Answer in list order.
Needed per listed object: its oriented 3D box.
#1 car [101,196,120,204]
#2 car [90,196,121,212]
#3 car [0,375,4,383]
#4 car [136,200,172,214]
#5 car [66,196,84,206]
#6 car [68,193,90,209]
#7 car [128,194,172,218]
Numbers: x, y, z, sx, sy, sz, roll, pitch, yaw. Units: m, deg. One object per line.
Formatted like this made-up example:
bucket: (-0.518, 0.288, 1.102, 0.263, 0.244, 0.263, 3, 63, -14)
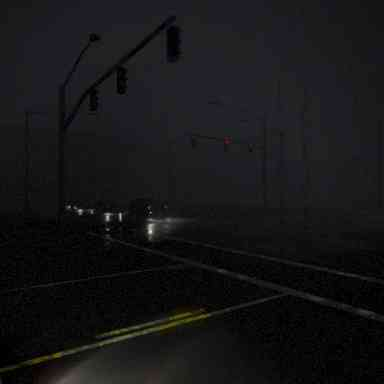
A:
car: (-16.011, 1.525, 65.494, 1.812, 1.442, 4.674, 0, 0, 10)
car: (-9.832, 1.526, 38.456, 1.812, 1.442, 4.674, 0, 0, -36)
car: (-3.664, 1.547, 1.195, 5.357, 1.411, 2.033, 0, 0, -35)
car: (-4.279, 1.601, 37.059, 1.895, 1.301, 4.718, 0, 0, -36)
car: (-19.602, 1.492, 56.030, 2.128, 1.511, 4.902, 0, 0, -10)
car: (-15.569, 1.221, 46.641, 2.150, 2.045, 5.566, 0, 0, -33)
car: (-4.054, 1.352, 30.447, 2.097, 1.767, 4.553, 0, 0, -36)
